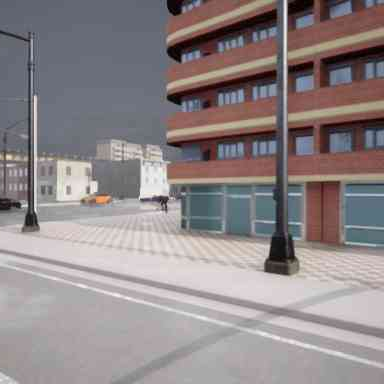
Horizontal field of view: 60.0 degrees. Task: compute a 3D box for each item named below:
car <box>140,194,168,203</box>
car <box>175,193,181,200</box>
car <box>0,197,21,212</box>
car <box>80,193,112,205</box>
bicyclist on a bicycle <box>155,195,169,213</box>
[{"bbox_3d":[-5.996,1.053,52.426,1.895,1.301,4.718,0,1,37],"label":"car"},{"bbox_3d":[-1.362,0.723,64.380,2.128,1.511,4.902,0,1,37],"label":"car"},{"bbox_3d":[-19.976,1.329,33.648,1.837,1.490,4.892,0,1,37],"label":"car"},{"bbox_3d":[-13.777,0.944,47.839,2.097,1.767,4.553,0,1,37],"label":"car"},{"bbox_3d":[-2.667,1.064,29.290,1.656,1.620,0.582,0,1,37],"label":"bicyclist on a bicycle"}]
